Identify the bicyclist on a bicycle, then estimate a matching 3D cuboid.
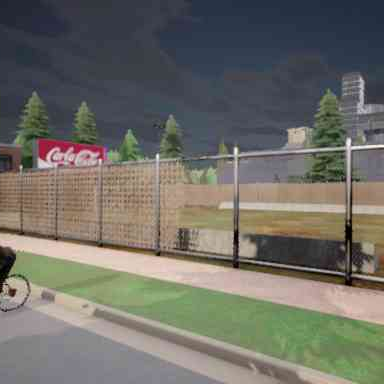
[{"bbox_3d":[-3.614,1.397,5.781,0.582,1.620,1.656,0,0,35],"label":"bicyclist on a bicycle"}]
